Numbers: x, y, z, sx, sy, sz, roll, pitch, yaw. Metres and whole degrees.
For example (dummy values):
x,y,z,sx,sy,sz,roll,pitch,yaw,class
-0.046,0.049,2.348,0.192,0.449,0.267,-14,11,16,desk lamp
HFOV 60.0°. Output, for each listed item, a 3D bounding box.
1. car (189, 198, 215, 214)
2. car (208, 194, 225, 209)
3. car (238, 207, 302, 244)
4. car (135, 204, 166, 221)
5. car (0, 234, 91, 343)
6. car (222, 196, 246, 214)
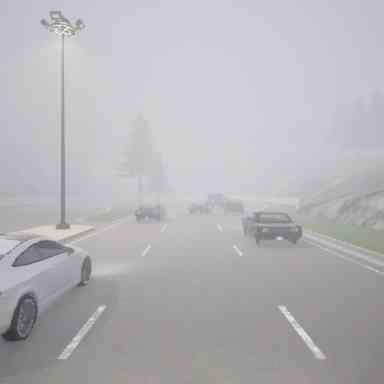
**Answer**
x,y,z,sx,sy,sz,roll,pitch,yaw,class
0.950,1.601,34.414,1.895,1.301,4.718,0,0,9,car
3.428,1.221,44.473,2.150,2.045,5.566,0,0,16,car
3.605,1.601,15.871,1.895,1.301,4.718,0,0,0,car
-3.247,1.601,26.909,1.895,1.301,4.718,0,0,2,car
-3.398,1.525,6.319,1.812,1.442,4.674,0,0,0,car
4.691,1.477,35.733,1.882,1.535,5.008,0,0,11,car
